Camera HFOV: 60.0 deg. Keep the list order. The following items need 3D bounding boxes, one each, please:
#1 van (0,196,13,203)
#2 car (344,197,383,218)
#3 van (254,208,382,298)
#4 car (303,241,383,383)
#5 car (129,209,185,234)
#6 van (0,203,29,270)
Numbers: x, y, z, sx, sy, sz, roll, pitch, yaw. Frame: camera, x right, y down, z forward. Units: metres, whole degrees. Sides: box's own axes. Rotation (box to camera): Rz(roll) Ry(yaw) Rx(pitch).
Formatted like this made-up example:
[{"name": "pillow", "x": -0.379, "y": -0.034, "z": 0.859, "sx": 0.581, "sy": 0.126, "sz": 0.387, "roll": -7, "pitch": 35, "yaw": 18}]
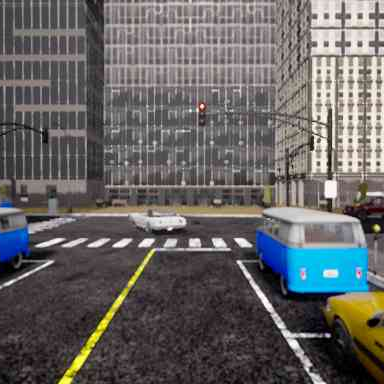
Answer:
[{"name": "van", "x": -17.146, "y": 1.198, "z": 27.797, "sx": 3.998, "sy": 1.788, "sz": 1.690, "roll": 0, "pitch": 1, "yaw": 0}, {"name": "car", "x": 15.243, "y": 1.335, "z": 27.598, "sx": 5.009, "sy": 1.841, "sz": 2.192, "roll": 0, "pitch": 1, "yaw": 0}, {"name": "van", "x": 2.679, "y": 1.338, "z": 8.270, "sx": 1.690, "sy": 1.788, "sz": 3.998, "roll": -1, "pitch": 0, "yaw": 0}, {"name": "car", "x": 2.680, "y": 1.524, "z": 2.838, "sx": 1.752, "sy": 1.417, "sz": 4.829, "roll": -1, "pitch": 0, "yaw": 0}, {"name": "car", "x": -2.230, "y": 1.638, "z": 19.875, "sx": 1.895, "sy": 1.301, "sz": 4.718, "roll": 0, "pitch": 1, "yaw": -28}, {"name": "van", "x": -5.701, "y": 1.338, "z": 8.300, "sx": 1.690, "sy": 1.788, "sz": 3.998, "roll": -1, "pitch": 0, "yaw": 0}]
